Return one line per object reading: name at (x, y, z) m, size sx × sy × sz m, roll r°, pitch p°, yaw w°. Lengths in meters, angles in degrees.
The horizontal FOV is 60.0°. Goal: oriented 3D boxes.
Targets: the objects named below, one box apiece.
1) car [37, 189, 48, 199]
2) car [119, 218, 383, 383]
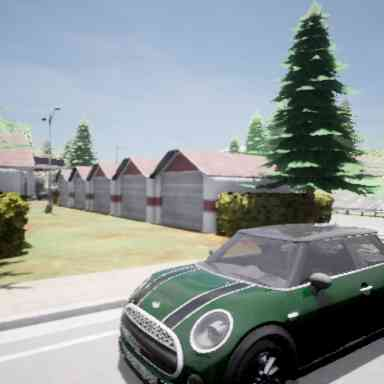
car at (-28.491, 0.438, 63.667) m, size 1.905 × 1.878 × 3.866 m, roll 0°, pitch 1°, yaw -35°
car at (1.283, 1.322, 4.891) m, size 4.553 × 1.767 × 2.097 m, roll 0°, pitch 1°, yaw -35°
